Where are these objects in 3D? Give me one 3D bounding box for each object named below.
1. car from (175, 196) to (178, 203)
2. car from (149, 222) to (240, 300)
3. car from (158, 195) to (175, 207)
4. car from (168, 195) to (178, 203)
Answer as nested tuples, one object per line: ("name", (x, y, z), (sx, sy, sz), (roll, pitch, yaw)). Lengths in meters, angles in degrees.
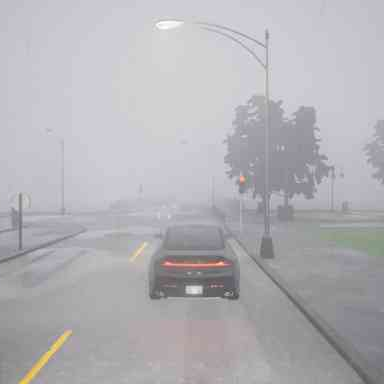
("car", (-4.087, 1.600, 60.199), (1.895, 1.301, 4.718), (0, 0, 0))
("car", (0.058, 1.505, 8.372), (1.837, 1.490, 4.892), (0, 0, 0))
("car", (-4.109, 1.504, 50.805), (1.837, 1.490, 4.892), (0, 0, 0))
("car", (-4.020, 1.500, 70.413), (1.837, 1.490, 4.892), (0, 0, 0))
